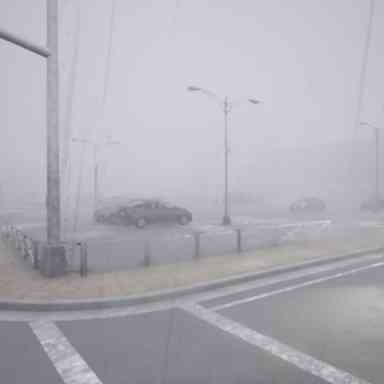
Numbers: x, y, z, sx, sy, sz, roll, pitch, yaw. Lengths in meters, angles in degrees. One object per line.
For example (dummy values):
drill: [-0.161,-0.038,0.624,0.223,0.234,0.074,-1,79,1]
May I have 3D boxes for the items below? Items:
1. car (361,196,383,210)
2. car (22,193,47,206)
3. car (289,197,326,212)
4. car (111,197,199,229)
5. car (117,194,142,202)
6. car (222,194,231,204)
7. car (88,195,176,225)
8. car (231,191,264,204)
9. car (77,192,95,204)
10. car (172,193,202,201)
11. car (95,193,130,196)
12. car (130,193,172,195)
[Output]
car: [19.211,1.138,34.709,3.633,1.501,1.845,0,0,-35]
car: [-23.622,1.297,50.395,3.806,1.475,1.970,0,0,-35]
car: [11.421,1.198,32.904,3.806,1.475,1.970,0,0,-35]
car: [-2.128,1.276,19.796,4.514,1.523,2.007,0,0,-35]
car: [-12.459,1.111,66.703,4.514,1.523,2.007,0,0,-35]
car: [6.681,0.842,52.169,3.866,1.878,1.905,0,0,-35]
car: [-3.967,1.267,22.338,5.027,1.636,2.152,0,0,-35]
car: [8.682,0.860,50.023,4.605,1.855,1.932,0,0,-35]
car: [-16.694,0.977,55.280,4.605,1.855,1.932,0,0,-35]
car: [-0.644,0.919,62.659,5.027,1.636,2.152,0,0,-35]
car: [-10.144,1.183,44.661,4.514,1.523,2.007,0,0,-35]
car: [-4.457,1.205,36.444,3.633,1.501,1.845,0,0,-35]
